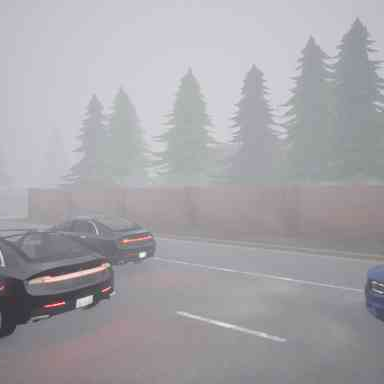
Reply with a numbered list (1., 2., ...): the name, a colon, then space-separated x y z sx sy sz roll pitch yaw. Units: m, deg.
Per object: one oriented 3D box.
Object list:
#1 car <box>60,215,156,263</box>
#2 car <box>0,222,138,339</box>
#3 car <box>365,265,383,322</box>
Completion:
1. car: -3.353 1.505 10.698 4.892 1.490 1.837 0 0 35
2. car: -3.643 1.492 6.600 4.902 1.511 2.128 0 0 36
3. car: 5.194 1.478 4.583 5.008 1.535 1.882 0 0 35
